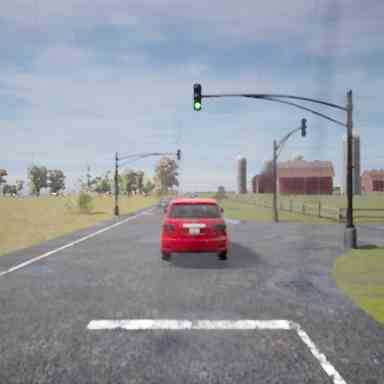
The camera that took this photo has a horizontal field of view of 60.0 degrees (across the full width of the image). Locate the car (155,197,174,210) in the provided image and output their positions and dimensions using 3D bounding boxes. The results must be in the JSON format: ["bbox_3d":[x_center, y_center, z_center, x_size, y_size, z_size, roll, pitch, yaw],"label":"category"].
[{"bbox_3d":[-3.590,1.512,44.906,2.128,1.511,4.902,0,0,0],"label":"car"}]

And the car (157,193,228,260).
[{"bbox_3d":[0.078,1.225,12.645,2.150,2.045,5.566,0,1,0],"label":"car"}]

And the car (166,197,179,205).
[{"bbox_3d":[-3.544,1.565,60.615,2.033,1.411,5.357,0,0,1],"label":"car"}]

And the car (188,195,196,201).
[{"bbox_3d":[-0.008,1.434,78.269,1.895,1.301,4.718,0,0,0],"label":"car"}]

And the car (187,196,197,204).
[{"bbox_3d":[-0.006,1.514,67.818,1.837,1.490,4.892,0,0,0],"label":"car"}]

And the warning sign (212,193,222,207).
[{"bbox_3d":[3.538,1.136,46.871,1.300,1.860,1.060,0,0,0],"label":"warning sign"}]
